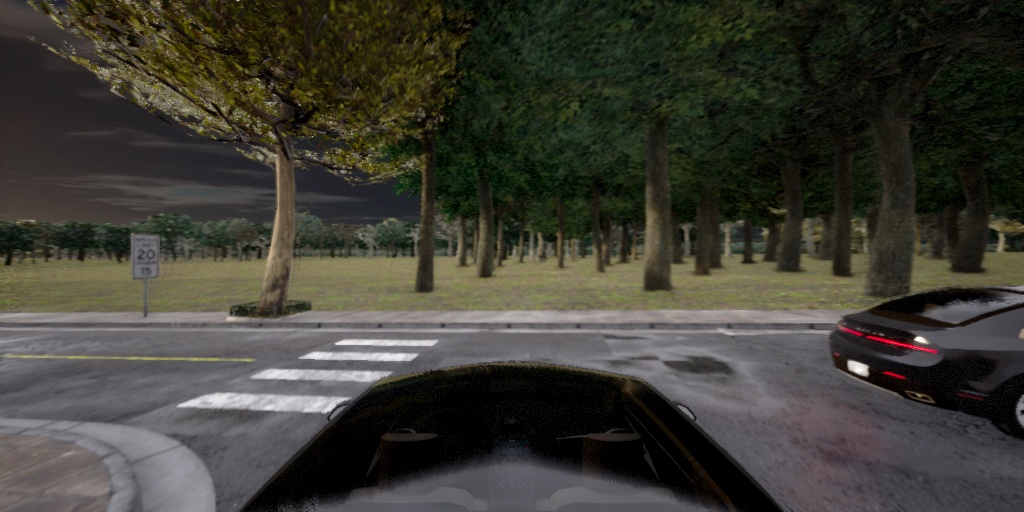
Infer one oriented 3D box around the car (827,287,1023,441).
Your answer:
[{"bbox_3d":[6.835,1.132,4.276,4.892,1.490,1.837,-1,0,8],"label":"car"}]
